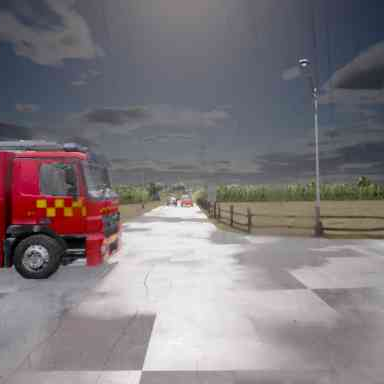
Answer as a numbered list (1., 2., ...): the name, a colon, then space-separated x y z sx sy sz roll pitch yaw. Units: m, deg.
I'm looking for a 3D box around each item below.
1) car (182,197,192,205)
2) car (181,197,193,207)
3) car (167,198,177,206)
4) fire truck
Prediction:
1. car: -1.023 1.844 67.526 1.837 1.490 4.892 0 -1 -1
2. car: -0.871 1.606 57.492 2.097 1.767 4.553 0 0 -1
3. car: -3.685 1.778 61.651 2.128 1.511 4.902 0 0 -1
4. fire truck: -6.561 0.435 9.724 8.468 3.827 2.891 -1 0 -1
